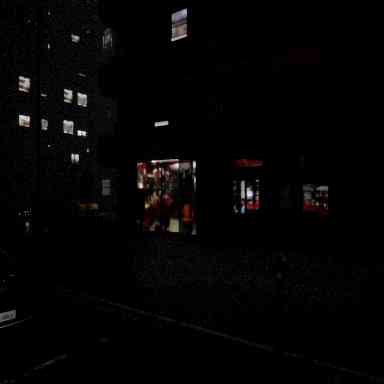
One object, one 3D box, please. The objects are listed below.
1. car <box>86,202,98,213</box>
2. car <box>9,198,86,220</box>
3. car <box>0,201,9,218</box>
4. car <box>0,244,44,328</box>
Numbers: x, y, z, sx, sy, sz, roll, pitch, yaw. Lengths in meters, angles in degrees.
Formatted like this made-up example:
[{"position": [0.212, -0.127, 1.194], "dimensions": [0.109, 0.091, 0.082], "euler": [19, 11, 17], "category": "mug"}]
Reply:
[{"position": [-10.909, 1.250, 30.477], "dimensions": [1.752, 1.417, 4.829], "euler": [1, 1, 35], "category": "car"}, {"position": [-11.049, 1.283, 25.822], "dimensions": [1.837, 1.490, 4.892], "euler": [0, 1, 33], "category": "car"}, {"position": [-13.999, 1.350, 26.052], "dimensions": [2.008, 1.369, 4.403], "euler": [1, 1, 35], "category": "car"}, {"position": [-4.438, 1.551, 6.040], "dimensions": [4.403, 1.369, 2.008], "euler": [0, 0, 36], "category": "car"}]
